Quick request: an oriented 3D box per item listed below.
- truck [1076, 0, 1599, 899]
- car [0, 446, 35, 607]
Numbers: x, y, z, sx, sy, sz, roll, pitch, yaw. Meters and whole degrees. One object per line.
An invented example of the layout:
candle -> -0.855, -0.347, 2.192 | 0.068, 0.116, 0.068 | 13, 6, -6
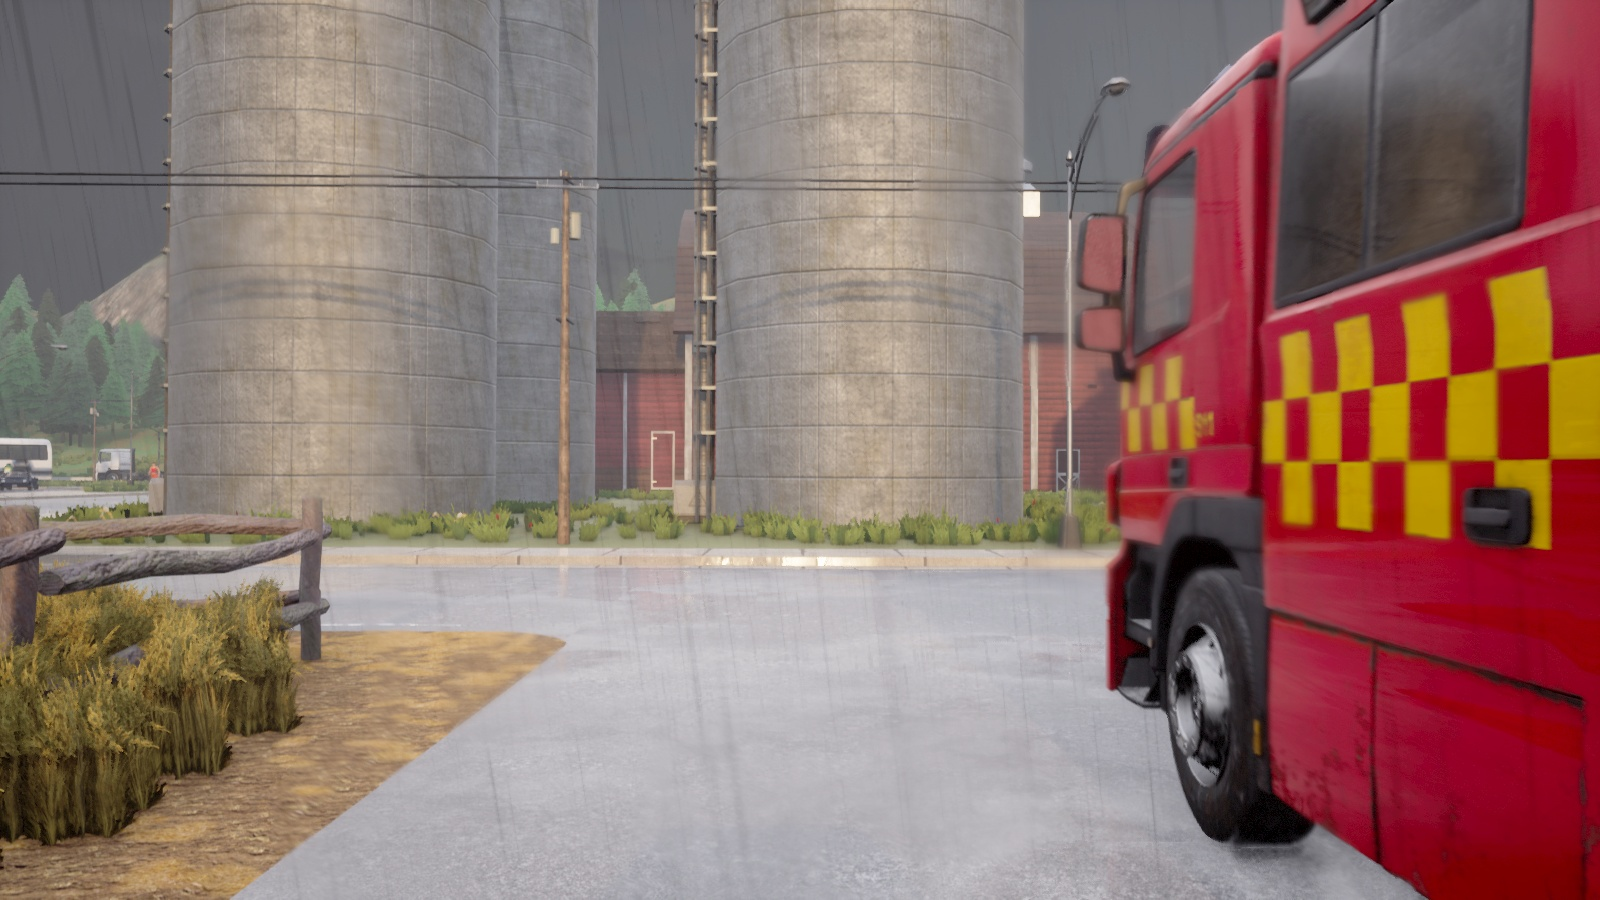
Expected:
truck -> 3.090, -0.309, 3.146 | 2.891, 3.827, 8.468 | 0, -1, 0
car -> -11.270, 0.896, 14.354 | 3.866, 1.878, 1.905 | 0, -1, 0
